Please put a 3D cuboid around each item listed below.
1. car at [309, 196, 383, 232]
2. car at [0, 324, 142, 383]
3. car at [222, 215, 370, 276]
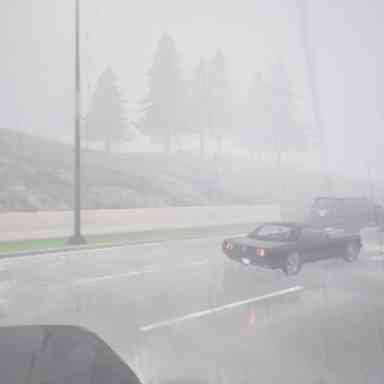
[{"bbox_3d":[8.802,1.210,18.331,5.566,2.045,2.150,0,0,-34],"label":"car"},{"bbox_3d":[-2.857,1.549,1.710,5.357,1.411,2.033,0,0,-36],"label":"car"},{"bbox_3d":[3.298,1.595,10.355,4.718,1.301,1.895,0,0,-35],"label":"car"}]
